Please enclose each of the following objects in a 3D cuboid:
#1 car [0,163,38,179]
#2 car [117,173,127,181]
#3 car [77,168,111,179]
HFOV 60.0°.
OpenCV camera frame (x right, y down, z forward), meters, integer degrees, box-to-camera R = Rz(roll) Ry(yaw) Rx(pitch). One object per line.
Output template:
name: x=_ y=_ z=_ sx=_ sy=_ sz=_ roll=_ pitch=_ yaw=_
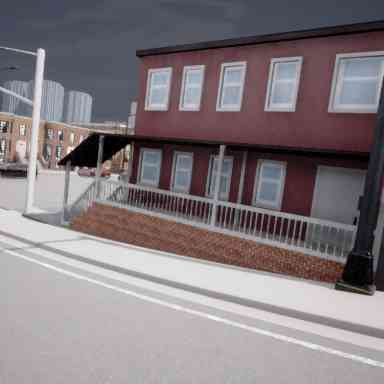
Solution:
car: x=-17.302 y=-2.044 z=31.844 sx=1.837 sy=1.490 sz=4.892 roll=10 pitch=7 yaw=35
car: x=-7.844 y=-2.031 z=44.956 sx=1.837 sy=1.490 sz=4.892 roll=10 pitch=5 yaw=35
car: x=-12.862 y=-2.533 z=43.927 sx=1.812 sy=1.442 sz=4.674 roll=10 pitch=6 yaw=35
